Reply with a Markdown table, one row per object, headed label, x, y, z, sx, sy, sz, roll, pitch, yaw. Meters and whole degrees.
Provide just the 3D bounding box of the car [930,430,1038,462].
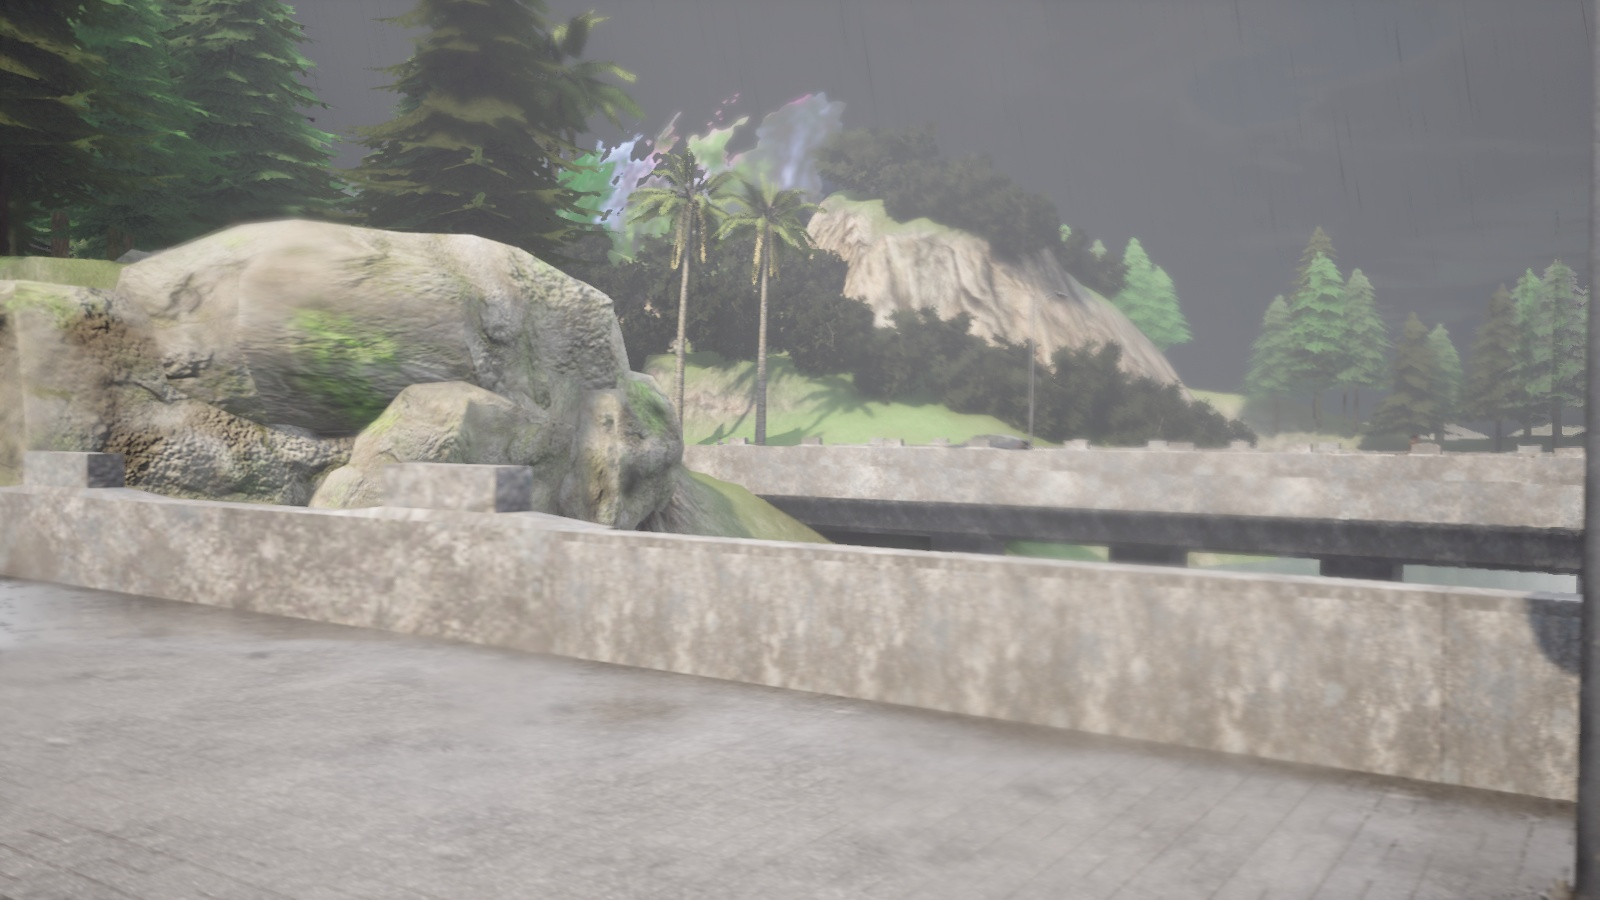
| label | x | y | z | sx | sy | sz | roll | pitch | yaw |
| --- | --- | --- | --- | --- | --- | --- | --- | --- | --- |
| car | 9.122 | -0.203 | 62.392 | 4.792 | 1.488 | 2.163 | 0 | 1 | 34 |
